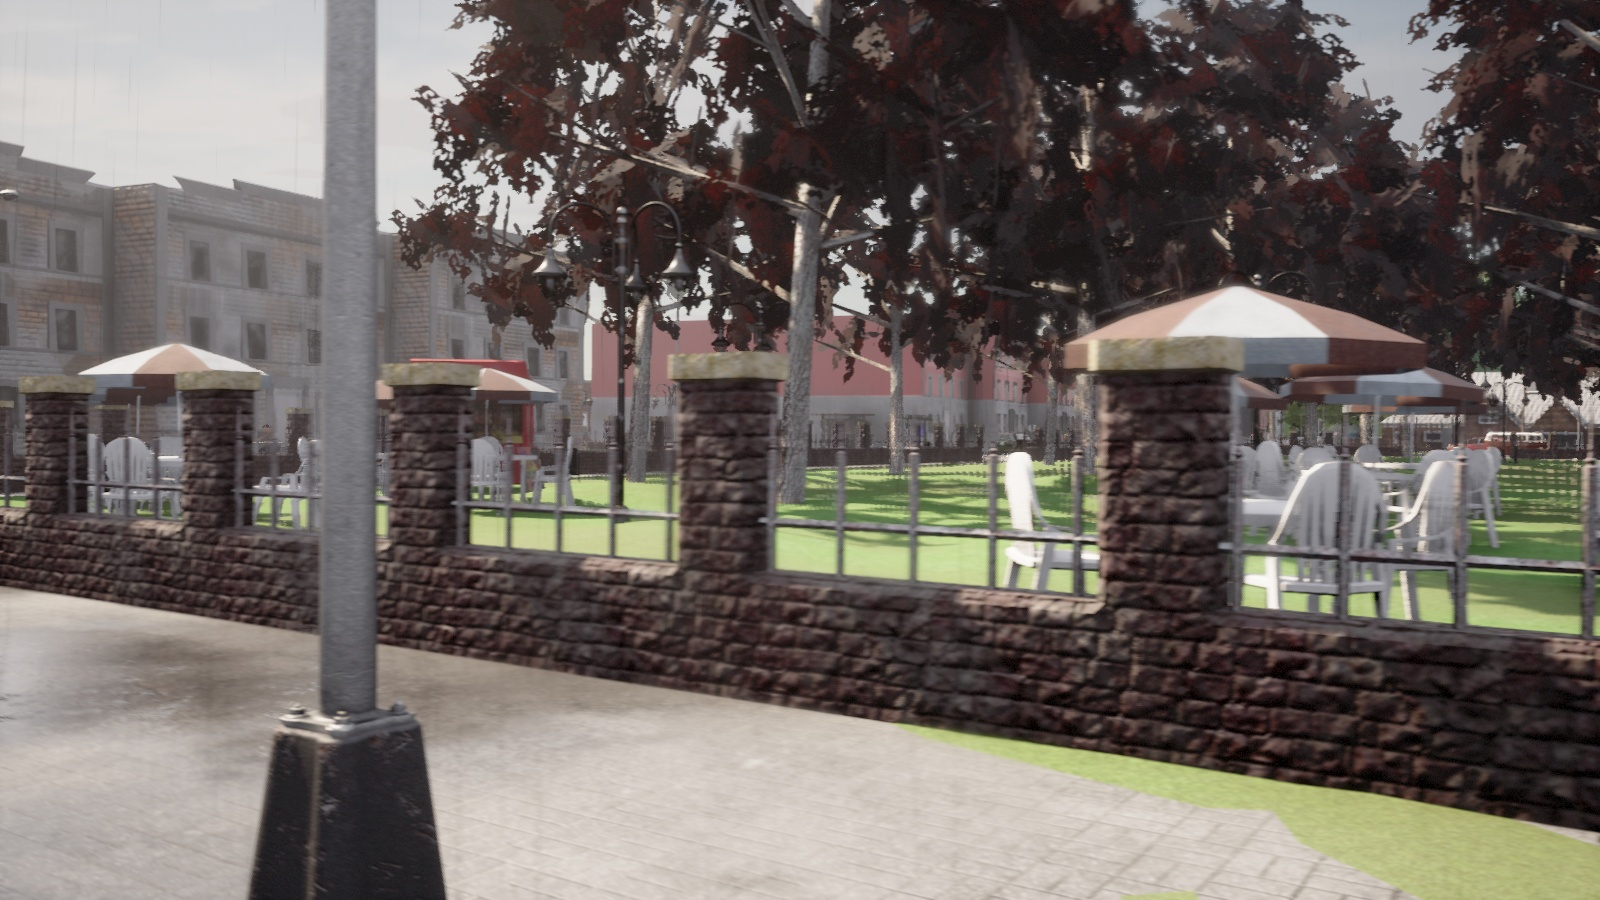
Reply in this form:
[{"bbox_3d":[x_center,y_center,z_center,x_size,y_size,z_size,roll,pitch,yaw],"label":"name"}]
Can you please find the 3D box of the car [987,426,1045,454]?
[{"bbox_3d":[14.060,-0.651,81.575,2.097,1.767,4.553,0,1,34],"label":"car"}]
